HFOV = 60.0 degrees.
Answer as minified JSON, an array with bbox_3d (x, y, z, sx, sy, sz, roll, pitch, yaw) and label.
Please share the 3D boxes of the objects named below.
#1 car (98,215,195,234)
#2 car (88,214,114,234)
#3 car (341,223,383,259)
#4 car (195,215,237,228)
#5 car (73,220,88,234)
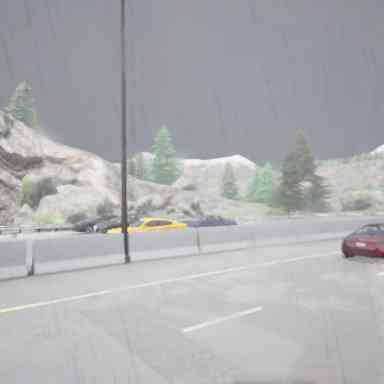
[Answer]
[{"bbox_3d":[-2.559,2.267,19.411,5.008,1.535,1.882,1,-3,-35],"label":"car"},{"bbox_3d":[-5.179,2.575,26.104,4.902,1.511,2.128,1,-3,-34],"label":"car"},{"bbox_3d":[8.062,1.974,13.699,4.181,1.385,1.994,1,-3,-33],"label":"car"},{"bbox_3d":[1.073,2.537,26.127,5.357,1.411,2.033,1,-3,-33],"label":"car"},{"bbox_3d":[-7.688,2.722,28.607,4.892,1.490,1.837,1,-3,-35],"label":"car"}]
